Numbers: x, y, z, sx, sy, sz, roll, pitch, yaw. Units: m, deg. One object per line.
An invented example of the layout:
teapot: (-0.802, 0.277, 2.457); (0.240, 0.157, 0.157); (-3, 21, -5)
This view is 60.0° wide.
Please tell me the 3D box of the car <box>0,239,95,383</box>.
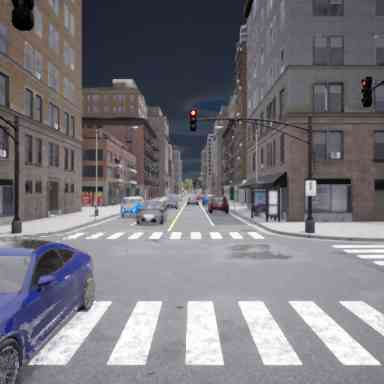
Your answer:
car: (-2.846, 1.525, 5.022); (1.812, 1.442, 4.674); (0, 0, 0)

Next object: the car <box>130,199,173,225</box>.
car: (-2.806, 1.487, 23.972); (2.128, 1.511, 4.902); (0, 0, 0)

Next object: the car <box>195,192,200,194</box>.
car: (2.429, 1.333, 84.891); (2.097, 1.767, 4.553); (0, 0, 0)

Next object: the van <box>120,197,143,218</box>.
van: (-5.351, 1.336, 29.985); (1.690, 1.788, 3.998); (0, 0, 0)

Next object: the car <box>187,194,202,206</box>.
car: (0.165, 1.553, 55.492); (1.994, 1.385, 4.181); (0, 0, 1)

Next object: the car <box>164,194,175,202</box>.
car: (-5.241, 1.297, 78.641); (2.192, 1.841, 5.009); (0, 0, 0)

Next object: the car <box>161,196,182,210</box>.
car: (-2.758, 1.555, 43.306); (1.994, 1.385, 4.181); (0, 0, 0)

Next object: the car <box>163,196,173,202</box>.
car: (-5.253, 1.549, 73.235); (1.947, 1.339, 4.313); (0, 0, 0)

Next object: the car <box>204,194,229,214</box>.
car: (2.773, 1.309, 35.376); (2.192, 1.841, 5.009); (0, 0, 0)

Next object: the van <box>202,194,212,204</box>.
van: (2.802, 1.328, 62.408); (1.690, 1.788, 3.998); (0, 0, 0)

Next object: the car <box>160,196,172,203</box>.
car: (-5.265, 1.536, 67.828); (2.008, 1.369, 4.403); (0, 0, 0)

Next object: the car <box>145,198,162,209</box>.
car: (-5.314, 1.536, 46.203); (1.887, 1.381, 4.507); (0, 0, 0)

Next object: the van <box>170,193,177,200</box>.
van: (-5.204, 1.319, 94.860); (1.690, 1.788, 3.998); (0, 0, 0)

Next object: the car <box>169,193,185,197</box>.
car: (-2.634, 1.166, 59.357); (1.812, 1.442, 4.674); (0, 0, 0)

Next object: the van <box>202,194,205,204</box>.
van: (2.790, 1.331, 51.595); (1.690, 1.788, 3.998); (0, 0, 0)

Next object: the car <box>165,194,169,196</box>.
car: (-5.278, 1.512, 62.253); (1.752, 1.417, 4.829); (0, 0, 0)
